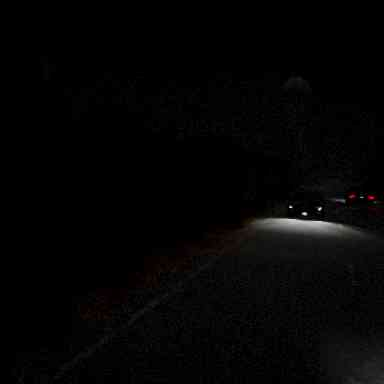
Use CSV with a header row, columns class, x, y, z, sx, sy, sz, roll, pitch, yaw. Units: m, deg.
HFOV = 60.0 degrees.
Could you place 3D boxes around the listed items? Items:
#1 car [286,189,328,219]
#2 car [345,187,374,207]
class,x,y,z,sx,sy,sz,roll,pitch,yaw
car,6.567,0.569,18.802,2.033,1.411,5.357,3,4,22
car,13.207,0.307,26.338,2.033,1.411,5.357,3,4,22
